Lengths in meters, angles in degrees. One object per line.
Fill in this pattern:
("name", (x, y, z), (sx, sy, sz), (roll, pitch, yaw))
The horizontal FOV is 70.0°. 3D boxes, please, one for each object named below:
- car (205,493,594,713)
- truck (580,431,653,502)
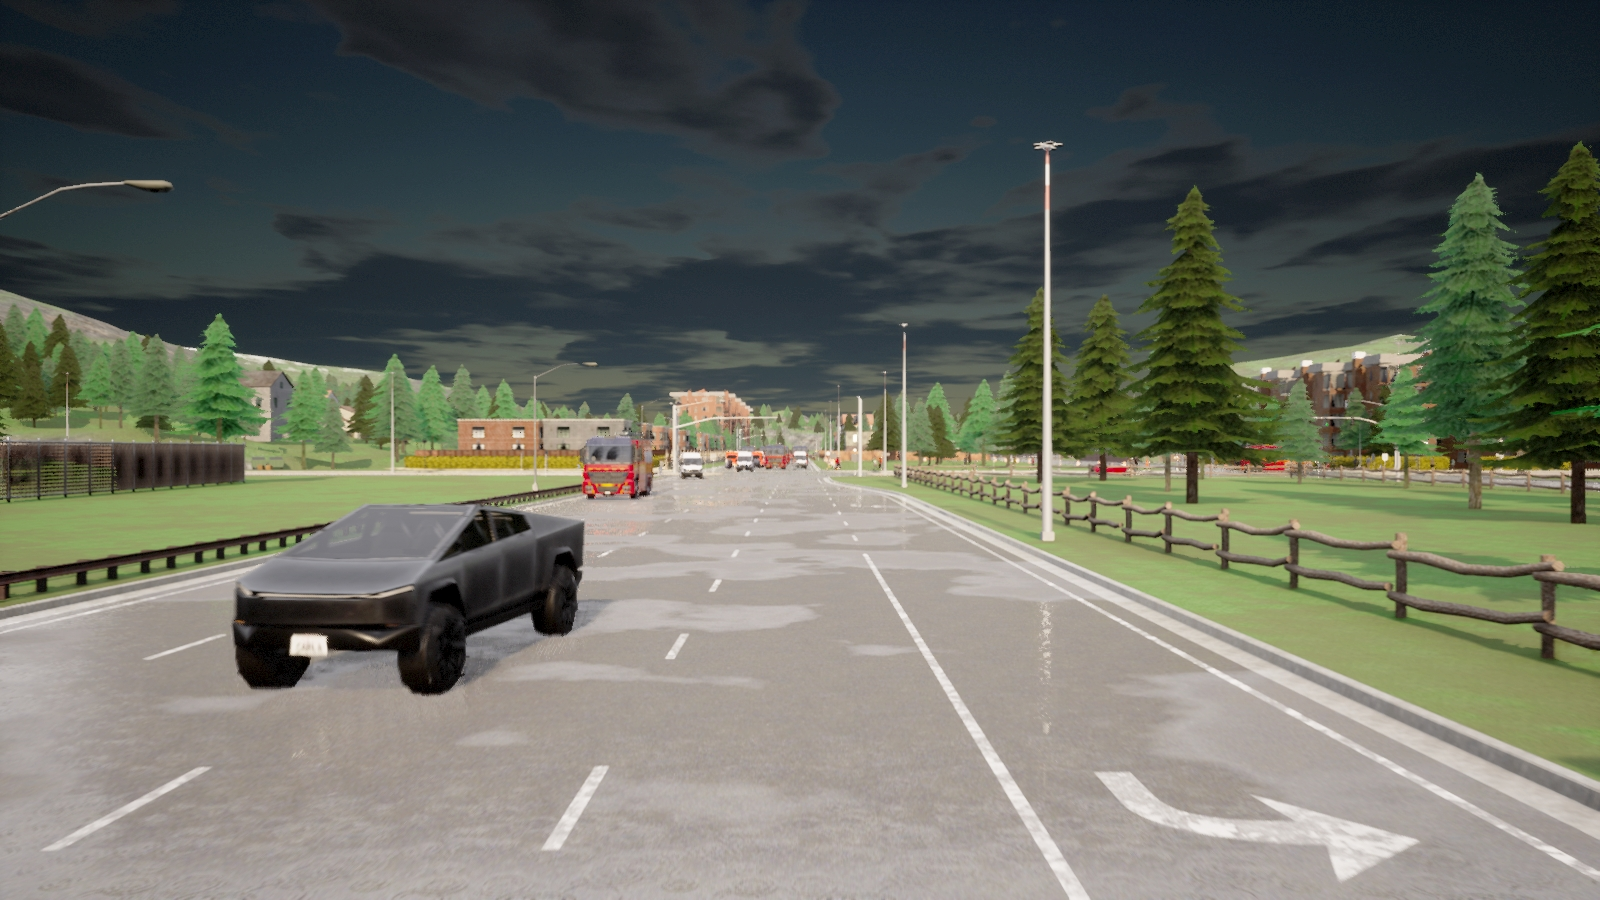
("car", (-4.902, 1.754, 15.423), (2.390, 2.098, 6.274), (0, 0, 7))
("truck", (-10.500, 0.893, 66.156), (2.891, 3.827, 8.468), (0, 0, 0))
